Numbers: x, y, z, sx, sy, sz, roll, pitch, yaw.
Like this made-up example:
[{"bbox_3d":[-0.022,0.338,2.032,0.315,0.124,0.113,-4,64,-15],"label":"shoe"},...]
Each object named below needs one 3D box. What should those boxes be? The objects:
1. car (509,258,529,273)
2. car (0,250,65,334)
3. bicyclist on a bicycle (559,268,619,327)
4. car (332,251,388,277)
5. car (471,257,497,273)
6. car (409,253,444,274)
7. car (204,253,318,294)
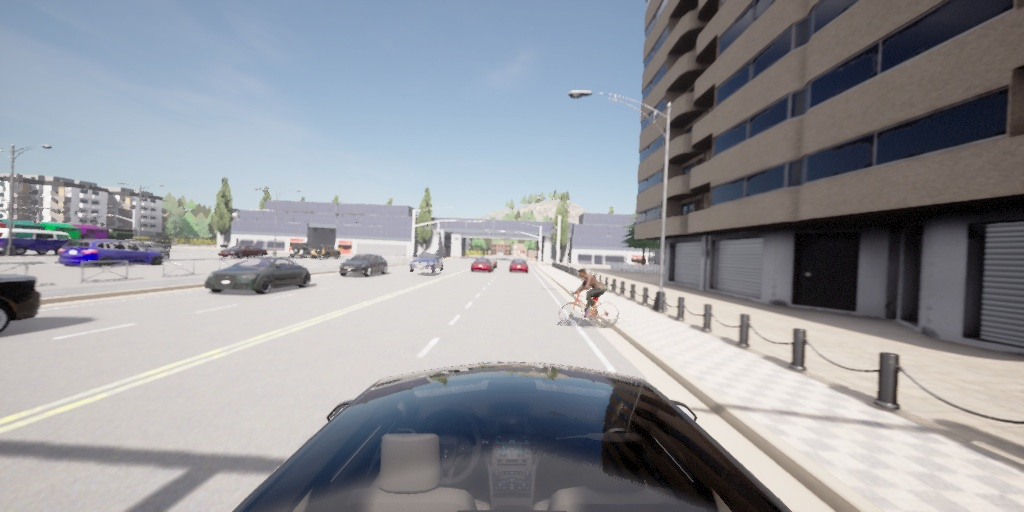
[{"bbox_3d":[0.705,0.994,37.253,1.994,1.385,4.181,2,1,0],"label":"car"},{"bbox_3d":[-10.557,0.743,5.130,1.882,1.535,5.008,2,1,1],"label":"car"},{"bbox_3d":[2.096,1.146,9.836,1.656,1.620,0.582,-1,0,1],"label":"bicyclist on a bicycle"},{"bbox_3d":[-10.196,0.591,25.009,1.837,1.490,4.892,2,1,1],"label":"car"},{"bbox_3d":[-2.877,0.860,35.359,1.994,1.385,4.181,2,1,2],"label":"car"},{"bbox_3d":[-6.545,0.454,27.986,1.812,1.442,4.674,2,1,1],"label":"car"},{"bbox_3d":[-10.380,0.740,15.043,1.994,1.385,4.181,2,1,1],"label":"car"}]
